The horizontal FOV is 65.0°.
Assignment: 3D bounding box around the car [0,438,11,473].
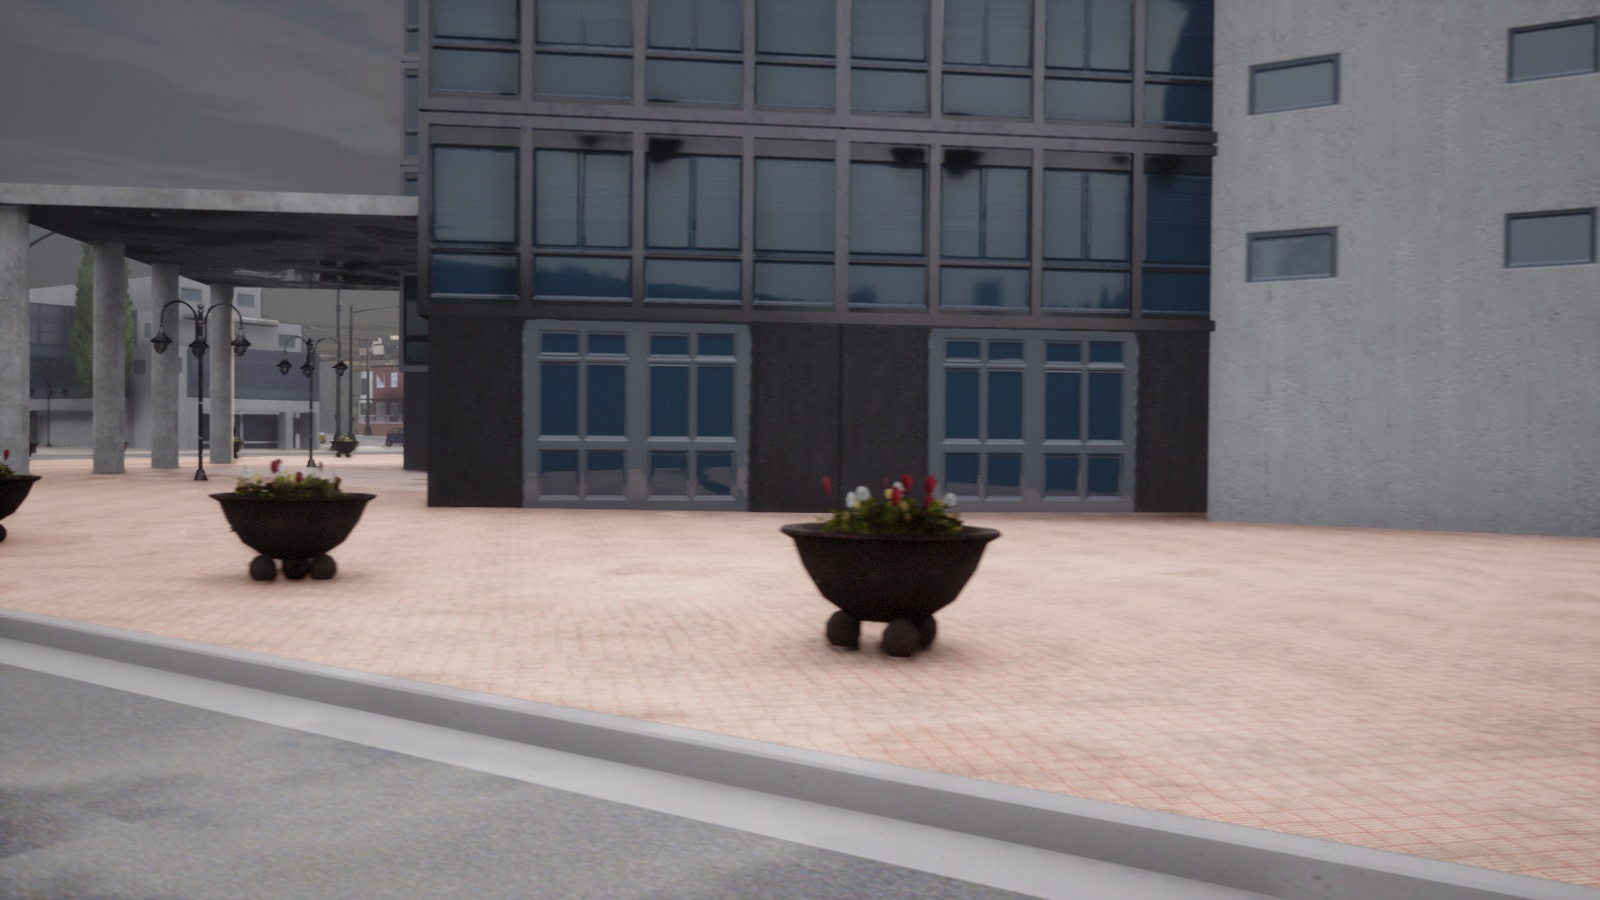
[{"bbox_3d":[-36.700,0.277,53.799,2.007,1.525,4.514,0,1,44],"label":"car"}]
